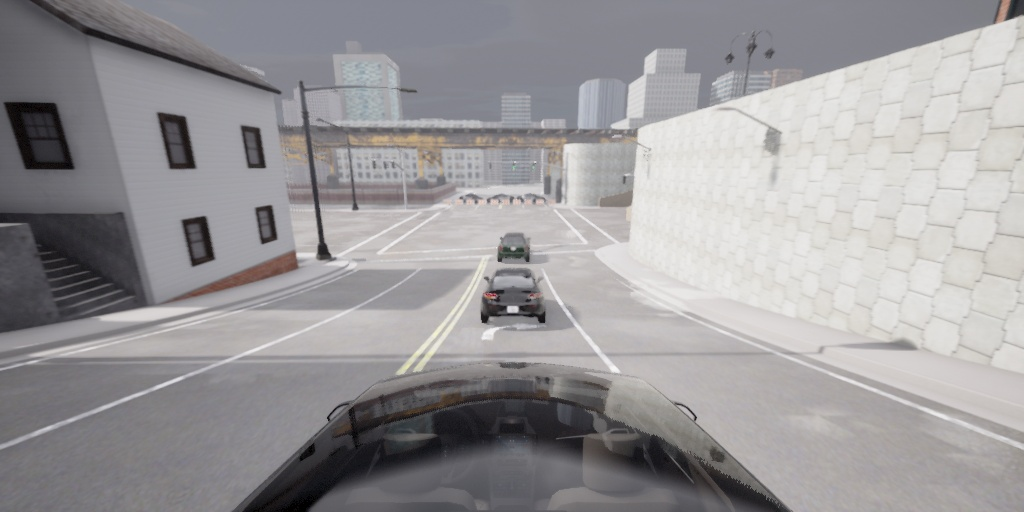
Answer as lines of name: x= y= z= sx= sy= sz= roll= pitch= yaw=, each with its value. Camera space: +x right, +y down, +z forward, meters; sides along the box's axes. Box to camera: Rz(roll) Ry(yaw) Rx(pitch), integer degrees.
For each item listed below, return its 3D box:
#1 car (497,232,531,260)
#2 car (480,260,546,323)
car: x=0.214 y=-0.851 z=24.250 sx=2.097 sy=1.767 sz=4.553 roll=0 pitch=12 yaw=4
car: x=0.050 y=1.082 z=11.397 sx=1.812 sy=1.442 sz=4.674 roll=0 pitch=3 yaw=1
